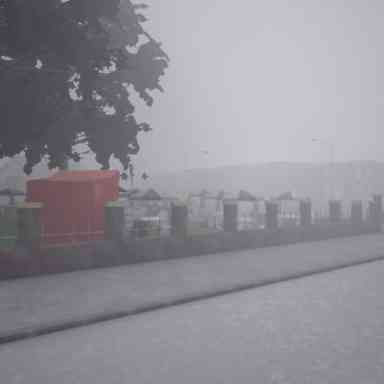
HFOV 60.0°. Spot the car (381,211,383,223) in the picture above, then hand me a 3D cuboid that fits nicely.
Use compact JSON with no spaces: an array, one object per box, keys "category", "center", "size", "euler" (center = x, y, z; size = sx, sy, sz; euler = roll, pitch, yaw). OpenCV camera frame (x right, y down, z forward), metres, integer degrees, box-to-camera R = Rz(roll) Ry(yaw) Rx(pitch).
[{"category":"car","center":[15.165,1.724,22.232],"size":[1.882,1.535,5.008],"euler":[1,-1,-28]}]
